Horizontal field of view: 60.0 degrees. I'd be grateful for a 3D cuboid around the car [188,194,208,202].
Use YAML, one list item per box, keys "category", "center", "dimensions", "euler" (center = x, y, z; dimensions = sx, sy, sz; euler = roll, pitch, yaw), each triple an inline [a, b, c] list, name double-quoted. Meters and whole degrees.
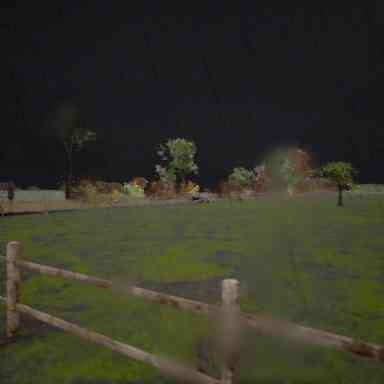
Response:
- category: "car"
  center: [1.156, 1.078, 59.110]
  dimensions: [1.994, 1.385, 4.181]
  euler: [-1, 0, 35]
